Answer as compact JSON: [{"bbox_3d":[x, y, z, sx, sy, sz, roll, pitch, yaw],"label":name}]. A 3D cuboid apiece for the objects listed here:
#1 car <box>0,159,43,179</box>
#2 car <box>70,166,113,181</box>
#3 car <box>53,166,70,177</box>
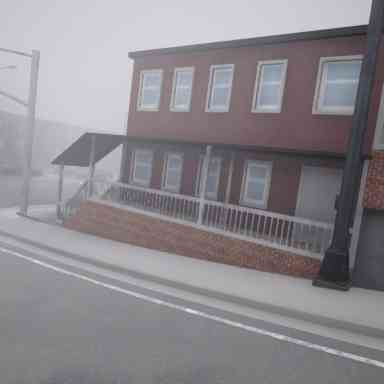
[{"bbox_3d":[-17.416,-2.135,32.489,2.033,1.411,5.357,11,6,37],"label":"car"},{"bbox_3d":[-11.774,-2.171,40.295,1.837,1.490,4.892,11,6,35],"label":"car"},{"bbox_3d":[-14.694,-2.661,42.181,2.033,1.411,5.357,11,6,35],"label":"car"}]
